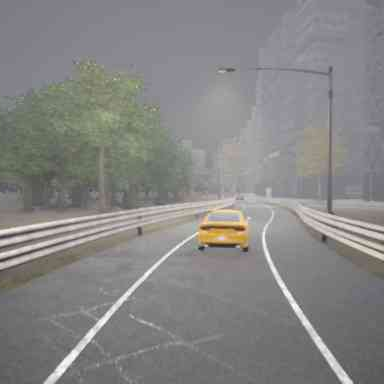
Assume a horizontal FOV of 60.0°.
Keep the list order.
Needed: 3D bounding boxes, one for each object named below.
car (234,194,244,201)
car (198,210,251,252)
[{"bbox_3d":[11.236,1.303,80.656,2.097,1.767,4.553,0,0,-4],"label":"car"},{"bbox_3d":[1.473,1.482,14.197,1.882,1.535,5.008,0,0,10],"label":"car"}]
